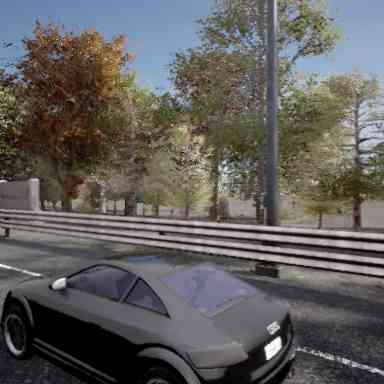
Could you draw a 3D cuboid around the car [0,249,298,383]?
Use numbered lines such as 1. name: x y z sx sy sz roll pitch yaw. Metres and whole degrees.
1. car: -0.788 1.499 4.486 4.181 1.385 1.994 0 0 37
